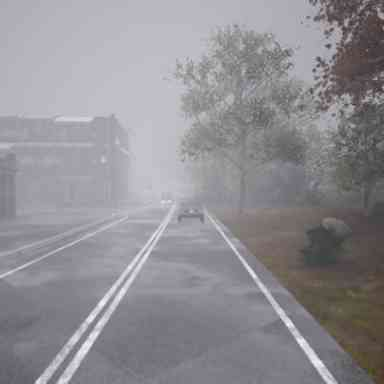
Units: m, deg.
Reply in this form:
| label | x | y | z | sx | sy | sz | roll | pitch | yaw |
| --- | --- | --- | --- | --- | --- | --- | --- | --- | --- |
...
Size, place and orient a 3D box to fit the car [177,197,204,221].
| label | x | y | z | sx | sy | sz | roll | pitch | yaw |
| --- | --- | --- | --- | --- | --- | --- | --- | --- | --- |
| car | -0.111 | 1.311 | 24.559 | 2.033 | 1.411 | 5.357 | 0 | 1 | -1 |

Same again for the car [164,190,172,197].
| label | x | y | z | sx | sy | sz | roll | pitch | yaw |
| --- | --- | --- | --- | --- | --- | --- | --- | --- | --- |
| car | -5.459 | 0.335 | 76.974 | 1.837 | 1.490 | 4.892 | 0 | 2 | -3 |

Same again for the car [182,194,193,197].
| label | x | y | z | sx | sy | sz | roll | pitch | yaw |
| --- | --- | --- | --- | --- | --- | --- | --- | --- | --- |
| car | -0.589 | 1.031 | 43.013 | 1.882 | 1.535 | 5.008 | 0 | 1 | -2 |

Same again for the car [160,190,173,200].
| label | x | y | z | sx | sy | sz | roll | pitch | yaw |
| --- | --- | --- | --- | --- | --- | --- | --- | --- | --- |
| car | -4.706 | 0.730 | 61.253 | 2.128 | 1.511 | 4.902 | 0 | 1 | -2 |
